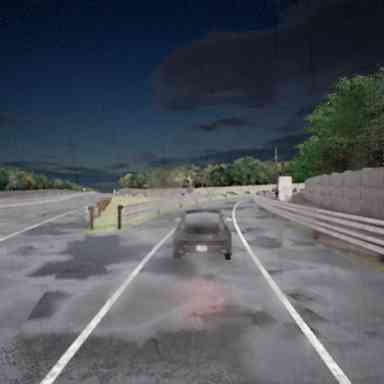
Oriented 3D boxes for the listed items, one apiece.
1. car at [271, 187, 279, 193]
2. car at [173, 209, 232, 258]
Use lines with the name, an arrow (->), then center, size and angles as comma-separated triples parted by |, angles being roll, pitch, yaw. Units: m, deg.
car -> 22.404, -0.281, 85.668 | 2.150, 2.045, 5.566 | -1, 1, 40
car -> 0.413, 1.373, 12.112 | 1.837, 1.490, 4.892 | 0, 1, 3
